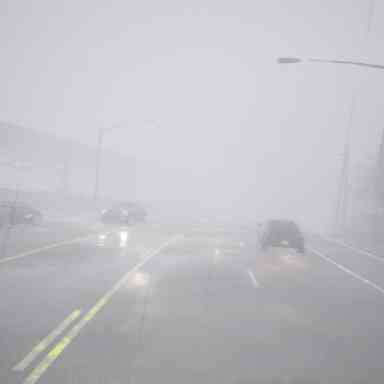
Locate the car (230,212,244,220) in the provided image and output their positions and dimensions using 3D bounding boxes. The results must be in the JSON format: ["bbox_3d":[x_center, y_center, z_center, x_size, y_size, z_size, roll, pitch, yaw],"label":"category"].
[{"bbox_3d":[8.689,4.588,63.405,1.812,1.442,4.674,3,-3,23],"label":"car"}]

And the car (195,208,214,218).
[{"bbox_3d":[2.207,3.535,56.759,2.097,1.767,4.553,3,-3,23],"label":"car"}]

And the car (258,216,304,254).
[{"bbox_3d":[4.254,2.025,16.214,1.812,1.442,4.674,3,-1,8],"label":"car"}]

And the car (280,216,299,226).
[{"bbox_3d":[15.817,4.644,53.536,2.033,1.411,5.357,3,-3,26],"label":"car"}]

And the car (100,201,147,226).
[{"bbox_3d":[-4.917,1.454,24.642,2.097,1.767,4.553,4,-2,12],"label":"car"}]

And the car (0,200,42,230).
[{"bbox_3d":[-9.675,1.120,17.280,1.994,1.385,4.181,4,-1,8],"label":"car"}]
